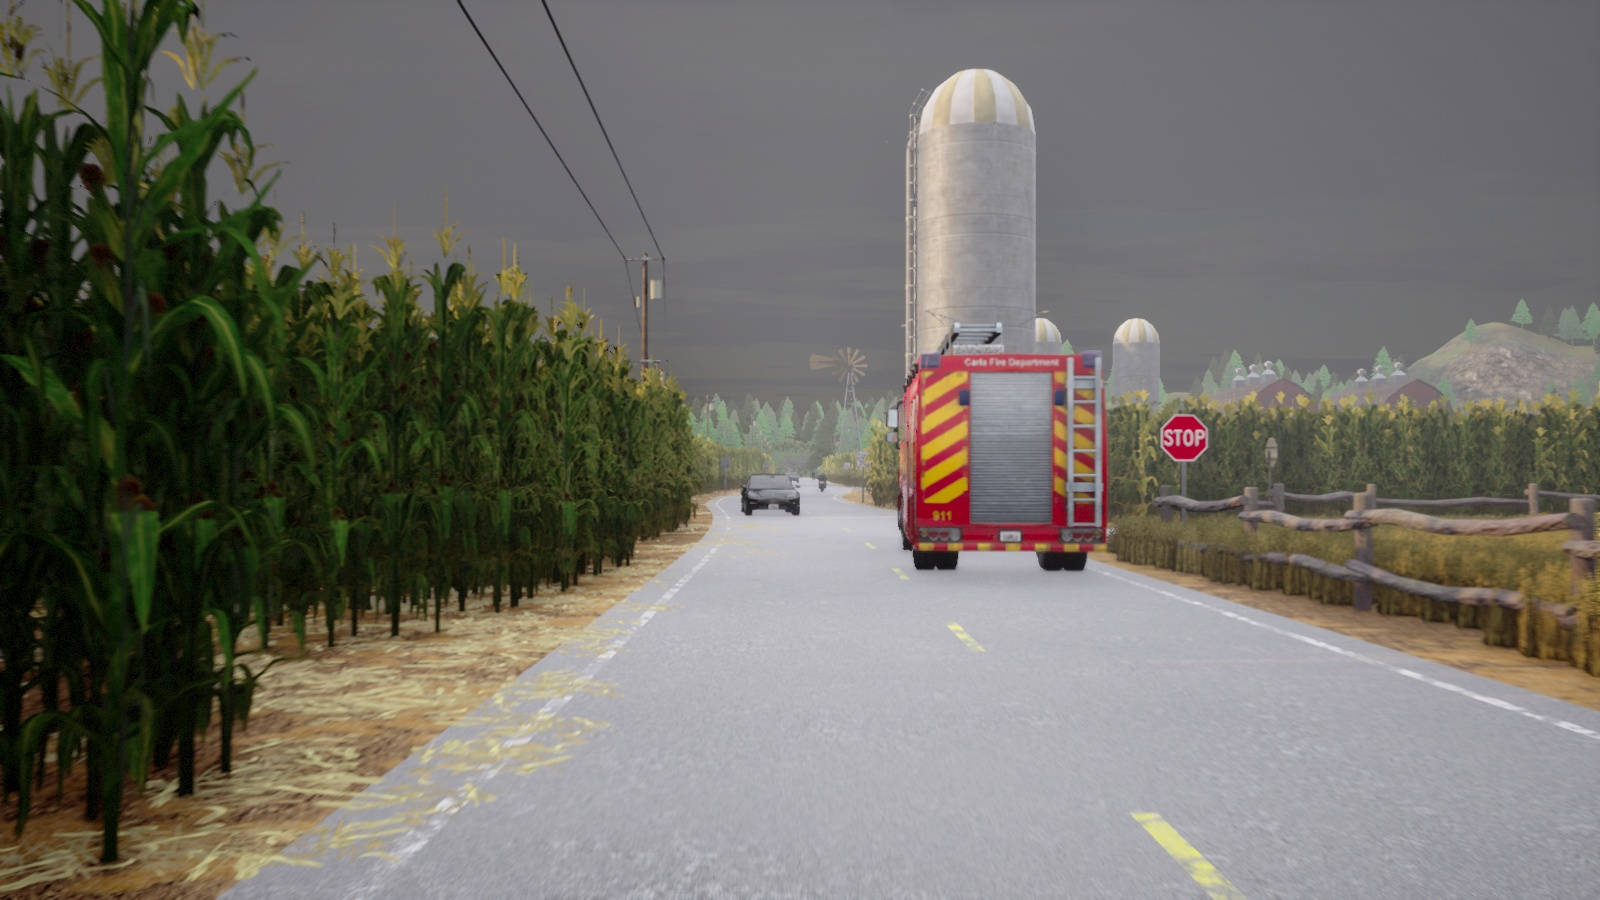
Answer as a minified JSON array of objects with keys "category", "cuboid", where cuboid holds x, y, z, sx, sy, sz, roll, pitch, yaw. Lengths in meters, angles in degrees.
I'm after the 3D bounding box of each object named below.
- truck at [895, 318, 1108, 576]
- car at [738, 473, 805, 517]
[{"category":"truck","cuboid":[3.324,0.033,22.993,2.891,3.827,8.468,0,-1,3]},{"category":"car","cuboid":[-1.108,1.614,46.169,2.163,1.488,4.792,0,-1,-5]}]
